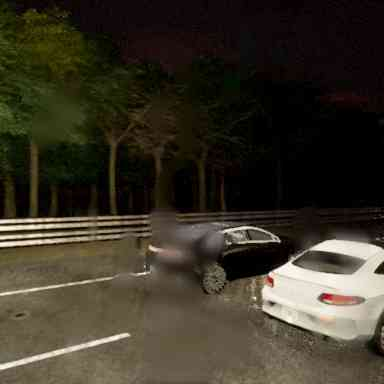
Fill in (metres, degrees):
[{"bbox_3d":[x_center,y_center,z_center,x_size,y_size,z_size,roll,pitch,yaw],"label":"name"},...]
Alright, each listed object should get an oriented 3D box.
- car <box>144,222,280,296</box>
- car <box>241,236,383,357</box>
[{"bbox_3d":[1.121,1.556,8.861,4.902,1.511,2.128,1,0,-36],"label":"car"},{"bbox_3d":[3.277,1.591,6.100,4.674,1.442,1.812,1,0,-36],"label":"car"}]
